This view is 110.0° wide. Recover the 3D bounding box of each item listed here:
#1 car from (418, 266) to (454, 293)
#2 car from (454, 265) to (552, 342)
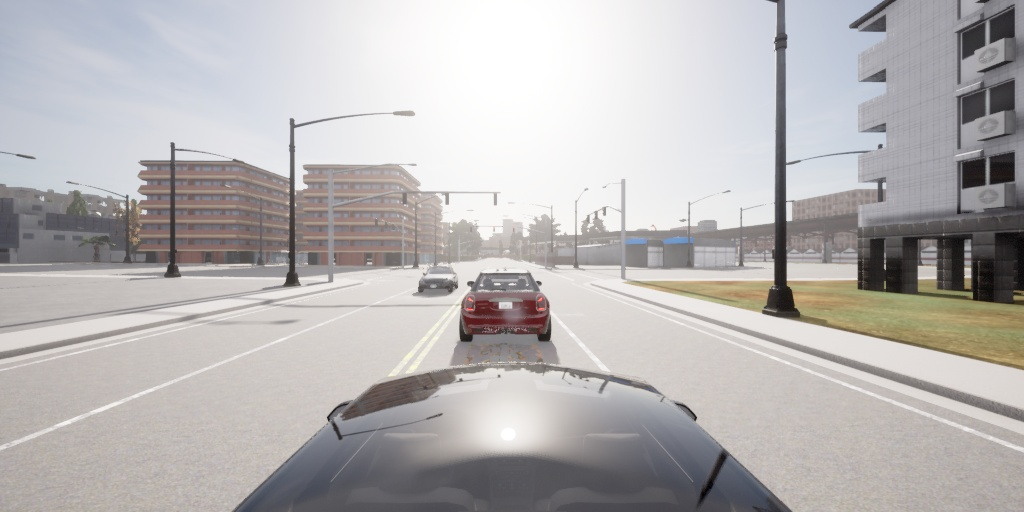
[{"bbox_3d":[-4.200,1.318,21.058,1.812,1.442,4.674,0,0,-2],"label":"car"},{"bbox_3d":[-0.203,1.102,9.981,2.097,1.767,4.553,0,0,-2],"label":"car"}]
